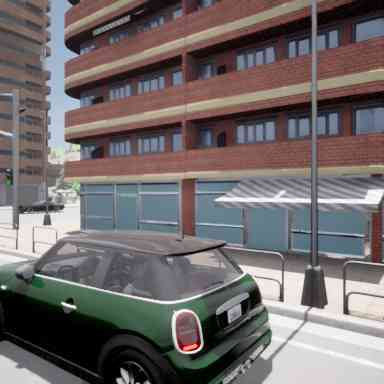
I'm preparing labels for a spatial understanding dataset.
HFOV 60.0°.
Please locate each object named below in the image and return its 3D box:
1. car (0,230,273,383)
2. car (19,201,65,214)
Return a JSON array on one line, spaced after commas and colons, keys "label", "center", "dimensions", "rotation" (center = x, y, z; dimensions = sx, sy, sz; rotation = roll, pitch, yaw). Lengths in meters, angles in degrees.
[{"label": "car", "center": [-1.261, 1.352, 4.892], "dimensions": [4.553, 1.767, 2.097], "rotation": [0, 0, 36]}, {"label": "car", "center": [-16.269, 1.600, 35.696], "dimensions": [1.895, 1.301, 4.718], "rotation": [0, 0, 36]}]
